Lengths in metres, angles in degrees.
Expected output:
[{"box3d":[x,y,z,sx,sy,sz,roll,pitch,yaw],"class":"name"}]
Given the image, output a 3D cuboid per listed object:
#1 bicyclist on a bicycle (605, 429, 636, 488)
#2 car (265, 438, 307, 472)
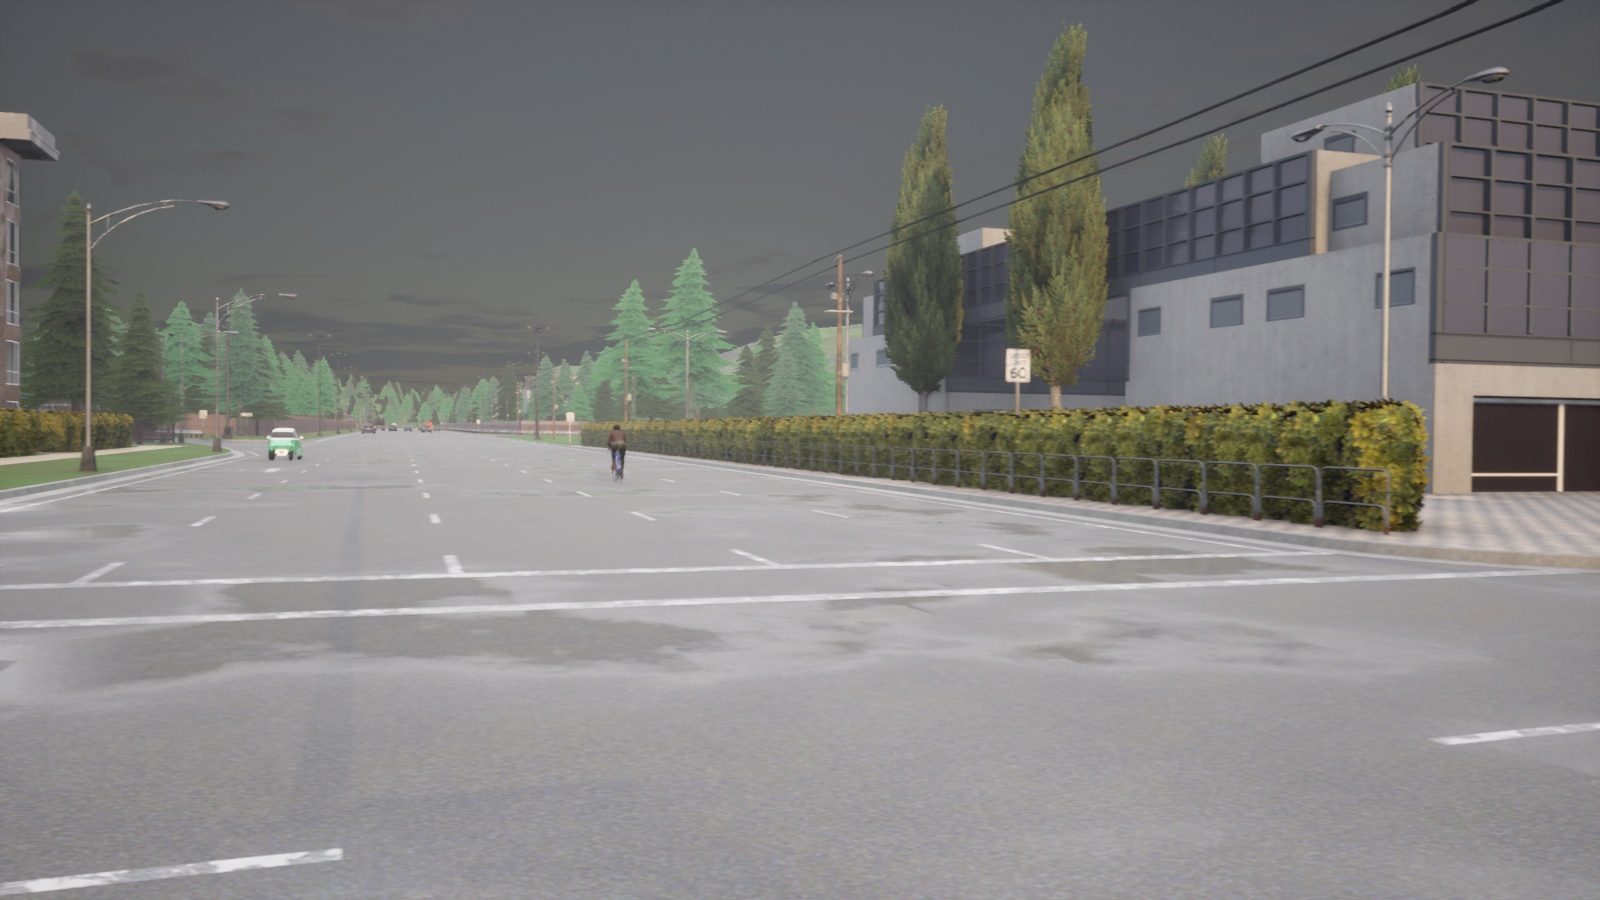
[{"box3d":[-5.032,0.231,35.137,0.582,1.620,1.656,-1,1,-18],"class":"bicyclist on a bicycle"},{"box3d":[-22.151,0.207,54.165,1.481,1.376,2.207,-1,1,-18],"class":"car"}]
